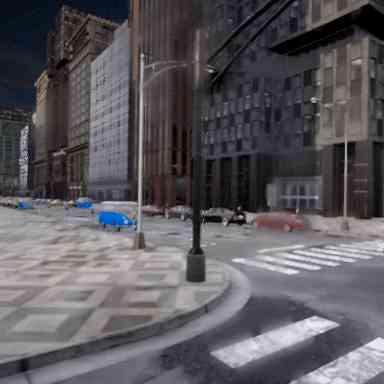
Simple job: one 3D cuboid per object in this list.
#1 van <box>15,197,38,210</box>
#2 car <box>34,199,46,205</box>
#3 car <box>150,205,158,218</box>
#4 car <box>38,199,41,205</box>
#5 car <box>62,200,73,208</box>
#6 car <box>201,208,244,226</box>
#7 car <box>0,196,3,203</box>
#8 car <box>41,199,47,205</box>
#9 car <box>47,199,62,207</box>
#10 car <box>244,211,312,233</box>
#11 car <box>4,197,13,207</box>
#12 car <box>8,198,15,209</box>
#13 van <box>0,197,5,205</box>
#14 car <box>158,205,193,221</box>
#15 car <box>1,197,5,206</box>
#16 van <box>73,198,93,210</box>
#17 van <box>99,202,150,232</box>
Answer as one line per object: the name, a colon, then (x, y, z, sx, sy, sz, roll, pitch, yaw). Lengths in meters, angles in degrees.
van: (-24.279, 1.741, 48.627, 1.690, 1.788, 3.998, 1, -1, -36)
car: (-37.093, 2.323, 81.145, 2.008, 1.369, 4.403, 1, -1, -36)
car: (-4.197, 1.982, 35.226, 1.802, 1.307, 4.206, 1, -1, -36)
car: (-33.803, 2.287, 76.553, 2.008, 1.369, 4.403, 1, -1, -36)
car: (-20.645, 2.141, 58.186, 2.008, 1.369, 4.403, 1, -1, -36)
car: (2.382, 1.888, 26.043, 1.947, 1.339, 4.313, 1, -1, -36)
car: (-37.439, 2.098, 66.992, 2.008, 1.369, 4.403, 1, -1, -36)
car: (-30.514, 2.251, 71.961, 2.008, 1.369, 4.403, 1, -1, -36)
car: (-27.323, 2.191, 67.507, 1.752, 1.417, 4.829, 1, -1, -36)
car: (5.672, 1.863, 21.451, 1.802, 1.307, 4.206, 1, -1, -36)
car: (-30.860, 2.019, 57.809, 1.887, 1.381, 4.507, 1, -1, -36)
car: (-27.571, 2.003, 53.216, 1.947, 1.339, 4.313, 1, -1, -36)
van: (-44.018, 1.961, 76.178, 1.690, 1.788, 3.998, 1, -1, -36)
car: (-0.907, 1.912, 30.635, 2.008, 1.369, 4.403, 1, -1, -36)
car: (-34.150, 2.093, 62.400, 1.802, 1.307, 4.206, 1, -1, -36)
van: (-17.354, 1.894, 53.596, 1.690, 1.788, 3.998, 1, -1, -36)
van: (-4.541, 1.510, 21.075, 1.690, 1.788, 3.998, 1, -1, -36)
